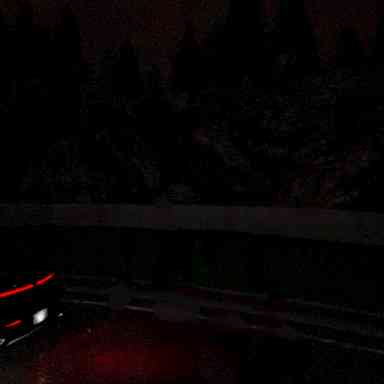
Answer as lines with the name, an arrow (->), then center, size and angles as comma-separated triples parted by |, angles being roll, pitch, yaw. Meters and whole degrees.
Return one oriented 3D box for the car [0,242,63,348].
car -> -4.402, 1.404, 4.904 | 4.892, 1.490, 1.837 | 0, 0, 11
